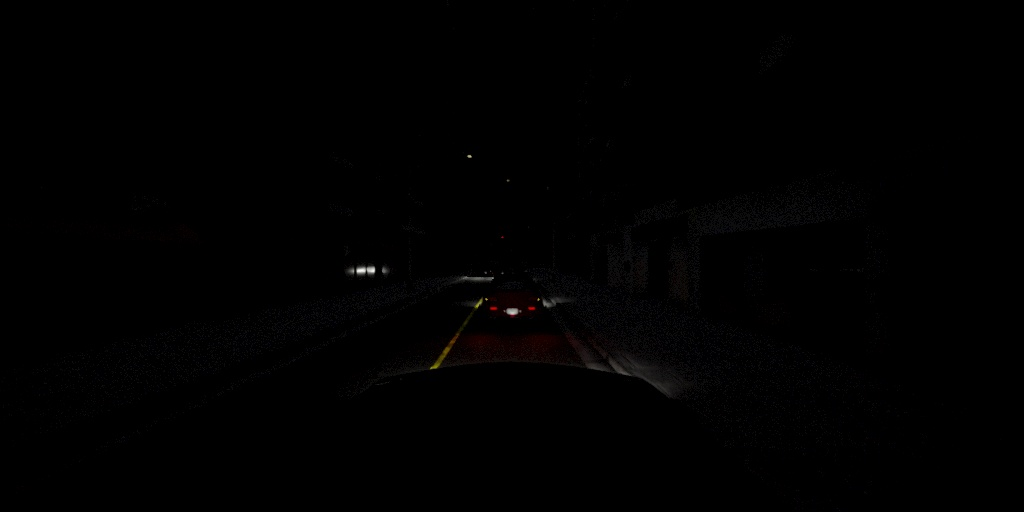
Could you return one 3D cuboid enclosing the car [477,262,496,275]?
[{"bbox_3d":[-2.594,1.439,38.173,1.837,1.490,4.892,0,0,1],"label":"car"}]

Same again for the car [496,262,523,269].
[{"bbox_3d":[0.145,1.426,27.357,2.033,1.411,5.357,0,0,1],"label":"car"}]

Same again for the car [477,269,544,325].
[{"bbox_3d":[0.023,1.324,11.936,1.812,1.442,4.674,0,0,0],"label":"car"}]
